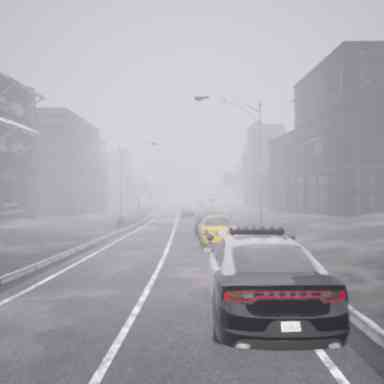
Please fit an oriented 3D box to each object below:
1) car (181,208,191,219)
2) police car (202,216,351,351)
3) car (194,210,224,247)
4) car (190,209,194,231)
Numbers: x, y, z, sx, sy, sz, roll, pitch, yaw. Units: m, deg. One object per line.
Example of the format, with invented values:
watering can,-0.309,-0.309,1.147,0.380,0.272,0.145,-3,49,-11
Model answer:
car,-0.508,2.904,45.772,1.895,1.301,4.718,-1,-1,-1
police car,1.276,1.517,6.718,1.930,1.638,5.238,-1,-1,1
car,1.231,1.822,16.918,1.801,1.575,5.366,-1,-2,-1
car,1.067,2.068,22.759,1.882,1.535,5.008,-1,-2,-2
